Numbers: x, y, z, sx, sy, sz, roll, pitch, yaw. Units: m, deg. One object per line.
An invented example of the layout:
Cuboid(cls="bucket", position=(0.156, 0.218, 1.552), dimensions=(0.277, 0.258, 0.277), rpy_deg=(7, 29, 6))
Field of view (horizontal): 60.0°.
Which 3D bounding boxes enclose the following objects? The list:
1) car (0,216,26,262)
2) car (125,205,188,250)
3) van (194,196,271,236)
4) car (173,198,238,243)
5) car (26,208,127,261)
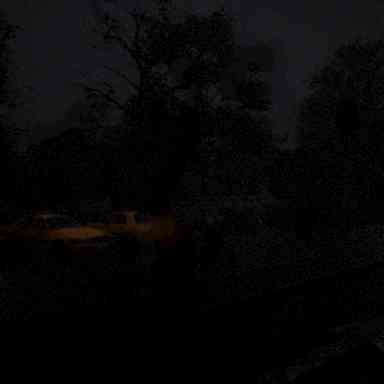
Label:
Cuboid(cls="car", position=(-7.679, 1.539, 10.699), dimensions=(4.674, 1.452, 2.002), rpy_deg=(-1, 0, 35))
Cuboid(cls="car", position=(-3.048, 1.468, 14.292), dimensions=(5.366, 1.575, 1.946), rpy_deg=(-1, 0, 34))
Cuboid(cls="van", position=(1.948, 1.210, 17.672), dimensions=(4.442, 1.987, 1.878), rpy_deg=(-1, -1, 33))
Cuboid(cls="car", position=(-0.490, 1.327, 15.934), dimensions=(4.553, 1.767, 2.185), rpy_deg=(-1, 0, 34))
Cuboid(cls="car", position=(-5.127, 1.478, 12.340), dimensions=(5.366, 1.575, 1.946), rpy_deg=(-1, -1, 34))
